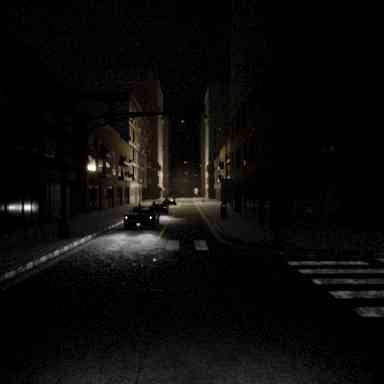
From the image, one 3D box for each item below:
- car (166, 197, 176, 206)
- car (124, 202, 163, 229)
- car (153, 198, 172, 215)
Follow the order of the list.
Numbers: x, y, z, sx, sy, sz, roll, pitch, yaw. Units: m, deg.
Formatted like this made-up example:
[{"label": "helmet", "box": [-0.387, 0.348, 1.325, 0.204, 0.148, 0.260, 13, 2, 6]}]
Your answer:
[{"label": "car", "box": [-3.566, 1.523, 52.977, 1.994, 1.385, 4.181, 0, 0, 0]}, {"label": "car", "box": [-3.180, 1.592, 21.741, 1.895, 1.301, 4.718, 0, 0, -1]}, {"label": "car", "box": [-3.361, 1.582, 34.072, 1.895, 1.301, 4.718, 0, 0, -1]}]
